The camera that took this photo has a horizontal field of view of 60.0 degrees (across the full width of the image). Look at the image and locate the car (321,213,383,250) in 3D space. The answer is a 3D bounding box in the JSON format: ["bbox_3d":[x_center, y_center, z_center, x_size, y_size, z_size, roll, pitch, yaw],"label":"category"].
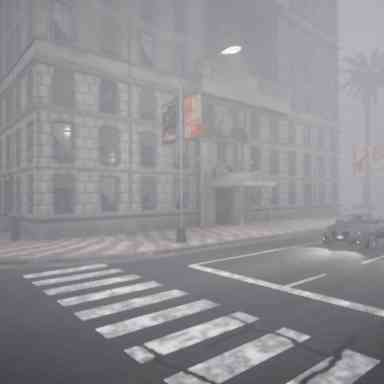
[{"bbox_3d":[7.644,1.681,15.045,4.181,1.385,1.994,0,-1,-40],"label":"car"}]
